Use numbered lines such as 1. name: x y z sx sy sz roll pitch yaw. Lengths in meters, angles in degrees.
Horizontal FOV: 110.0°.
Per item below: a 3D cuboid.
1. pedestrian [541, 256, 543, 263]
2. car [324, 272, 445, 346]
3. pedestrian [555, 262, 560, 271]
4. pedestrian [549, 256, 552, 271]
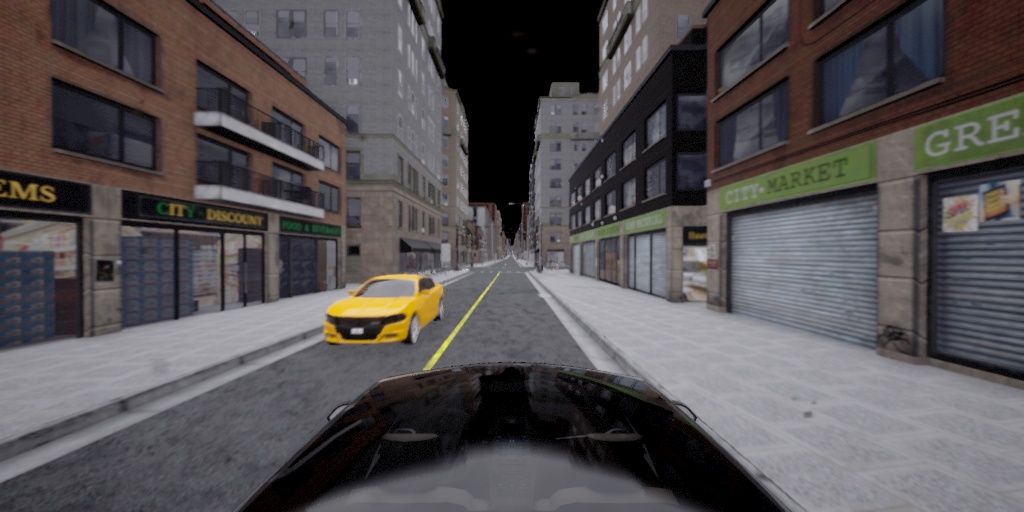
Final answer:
1. pedestrian: 3.626 0.919 44.704 0.375 1.860 0.375 0 0 0
2. car: -3.101 1.235 9.683 1.882 1.535 5.008 0 0 0
3. pedestrian: 5.627 1.271 44.107 0.500 1.100 0.500 0 0 0
4. pedestrian: 4.627 0.906 43.504 0.375 1.860 0.375 0 0 0
